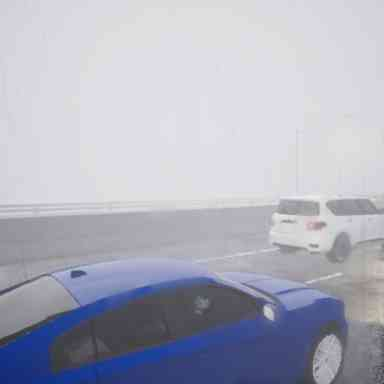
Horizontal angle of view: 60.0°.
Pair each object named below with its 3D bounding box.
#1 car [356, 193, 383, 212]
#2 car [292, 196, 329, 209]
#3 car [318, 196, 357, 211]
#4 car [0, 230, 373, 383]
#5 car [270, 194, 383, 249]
[{"bbox_3d":[19.232,1.004,34.416,4.553,1.767,2.097,-1,0,-34],"label":"car"},{"bbox_3d":[13.988,1.229,39.307,4.181,1.385,1.994,-1,0,-34],"label":"car"},{"bbox_3d":[15.986,1.229,36.438,4.181,1.385,1.994,-1,0,-34],"label":"car"},{"bbox_3d":[-0.349,1.460,3.489,5.008,1.535,1.882,-1,1,-35],"label":"car"},{"bbox_3d":[5.130,1.111,11.655,5.566,2.045,2.150,-1,1,-35],"label":"car"}]
